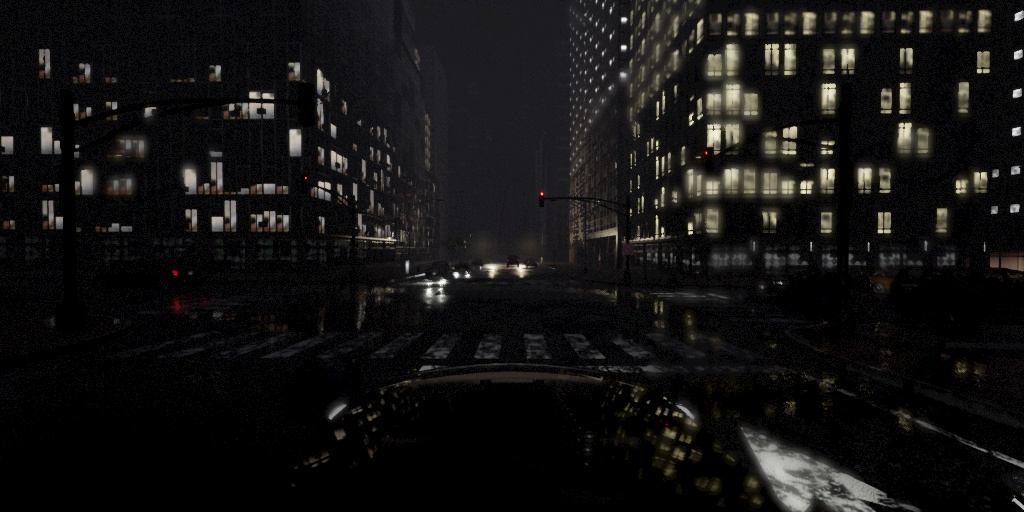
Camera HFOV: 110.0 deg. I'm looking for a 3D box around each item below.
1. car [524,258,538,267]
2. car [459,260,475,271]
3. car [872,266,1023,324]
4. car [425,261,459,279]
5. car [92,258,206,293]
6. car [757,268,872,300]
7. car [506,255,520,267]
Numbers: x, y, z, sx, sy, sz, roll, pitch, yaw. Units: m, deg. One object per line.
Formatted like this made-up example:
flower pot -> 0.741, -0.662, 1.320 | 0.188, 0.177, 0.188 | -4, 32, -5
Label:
car -> 3.428, 1.228, 63.276 | 1.812, 1.442, 4.674 | 0, 0, 0
car -> -6.467, 1.320, 48.033 | 1.895, 1.301, 4.718 | 0, 0, 0
car -> 16.221, 1.281, 12.455 | 5.009, 1.841, 2.192 | 0, 0, 1
car -> -6.516, 1.224, 32.584 | 2.128, 1.511, 4.902 | 0, 0, 0
car -> -18.979, 0.912, 18.855 | 4.553, 1.767, 2.097 | 0, 1, 1
car -> 15.289, 1.357, 18.286 | 4.902, 1.511, 2.128 | 1, 1, 2
car -> 0.176, 0.924, 62.898 | 2.150, 2.045, 5.566 | 0, 0, 0
